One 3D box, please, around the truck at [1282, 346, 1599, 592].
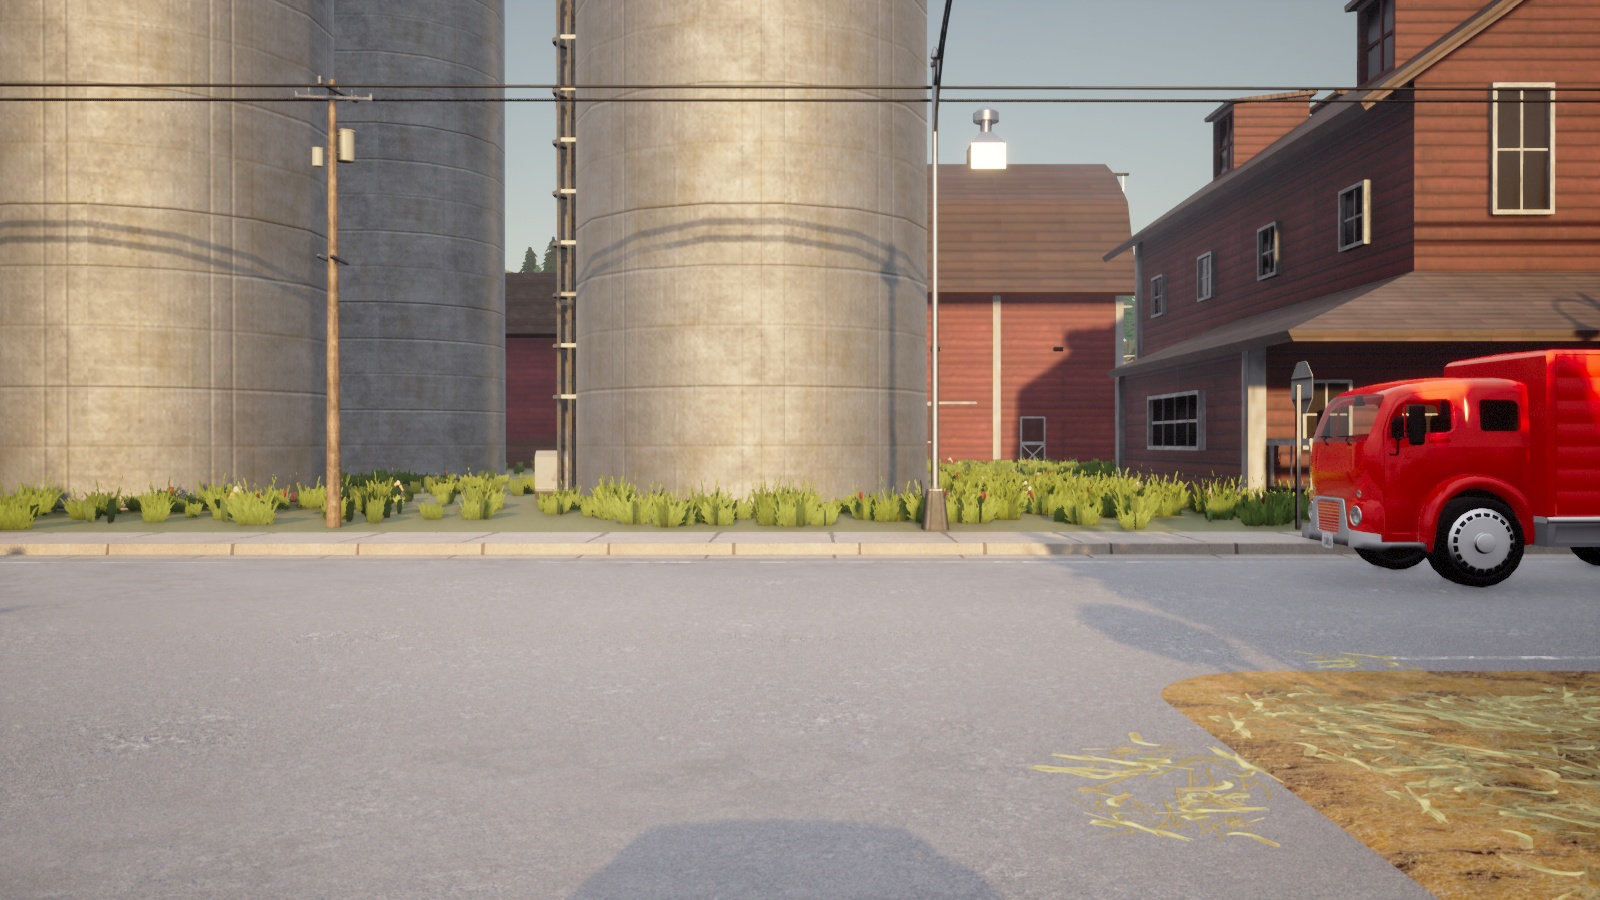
[{"bbox_3d":[8.452,0.187,13.927,5.204,2.467,2.627,0,0,0],"label":"truck"}]
